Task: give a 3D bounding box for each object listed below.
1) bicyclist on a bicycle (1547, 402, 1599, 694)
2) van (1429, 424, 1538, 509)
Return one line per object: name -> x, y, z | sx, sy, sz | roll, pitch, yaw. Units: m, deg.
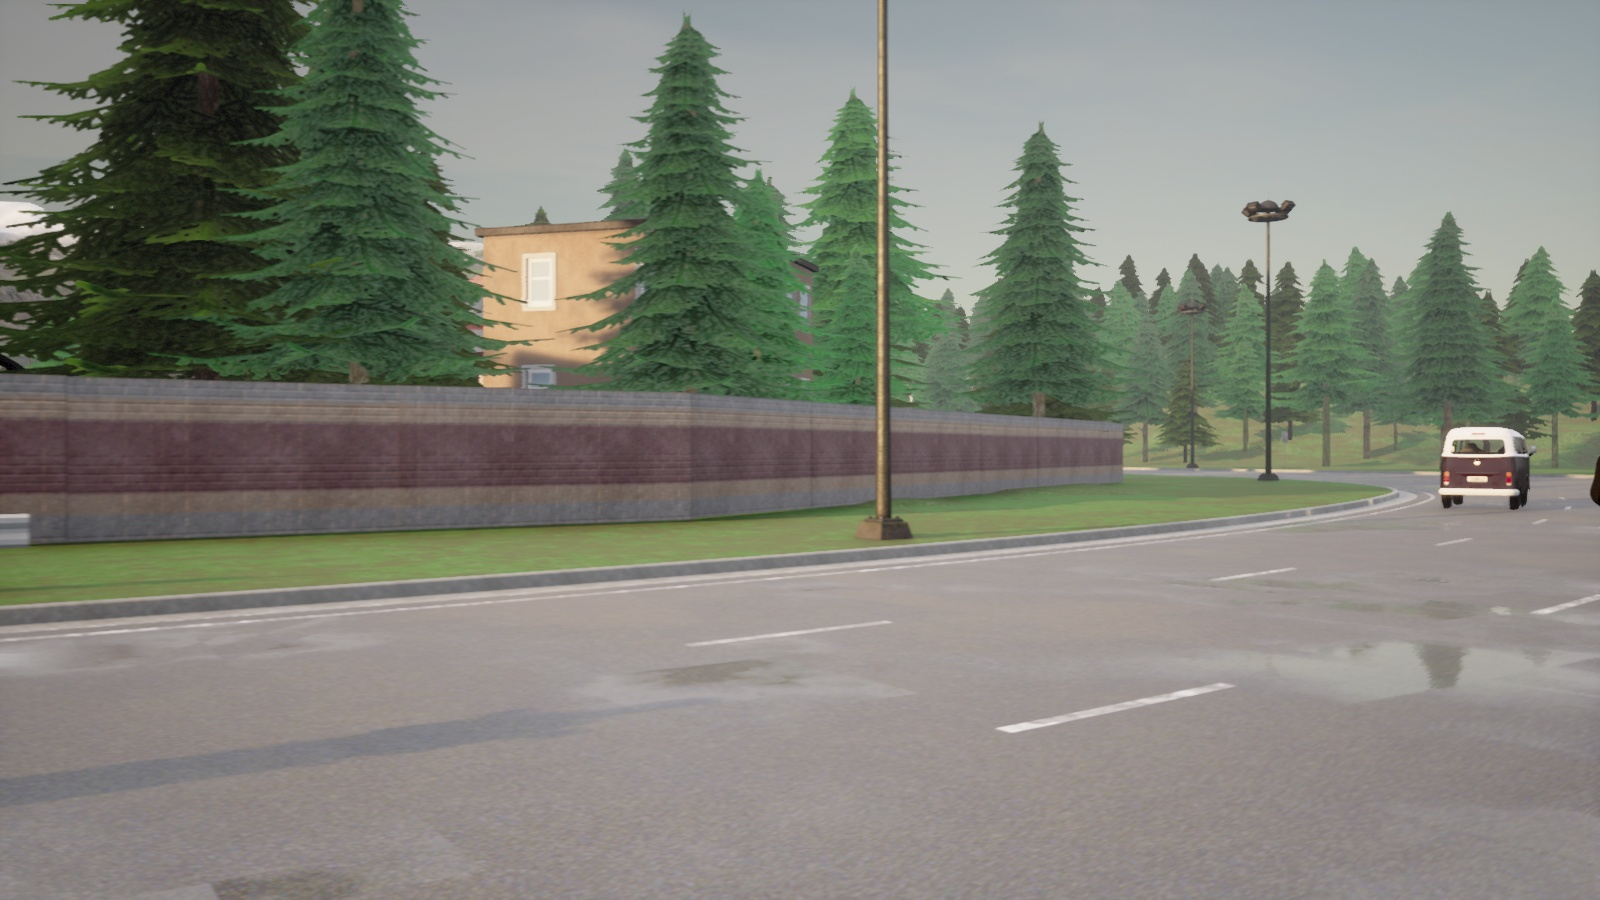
bicyclist on a bicycle -> 5.595, 0.588, 8.197 | 1.843, 1.776, 0.659 | -1, 0, -41
van -> 17.702, 0.383, 32.434 | 2.069, 2.038, 4.480 | 0, 0, 34
